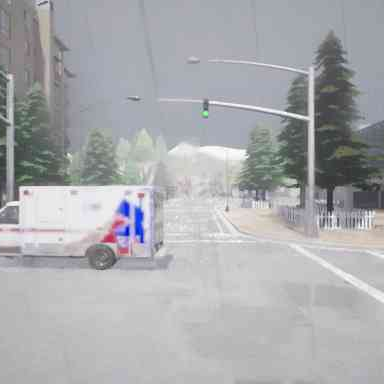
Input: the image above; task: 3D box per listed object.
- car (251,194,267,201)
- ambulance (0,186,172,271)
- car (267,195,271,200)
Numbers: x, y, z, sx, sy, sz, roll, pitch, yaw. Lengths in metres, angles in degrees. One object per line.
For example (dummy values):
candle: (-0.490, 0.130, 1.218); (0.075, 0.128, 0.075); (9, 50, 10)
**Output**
car: (15.768, 1.405, 78.591); (1.845, 1.501, 3.633); (0, 0, 2)
ambulance: (-3.924, 1.052, 10.703); (6.366, 2.431, 2.351); (0, 0, 3)
car: (19.048, 1.415, 85.884); (1.970, 1.475, 3.806); (0, 0, 2)
